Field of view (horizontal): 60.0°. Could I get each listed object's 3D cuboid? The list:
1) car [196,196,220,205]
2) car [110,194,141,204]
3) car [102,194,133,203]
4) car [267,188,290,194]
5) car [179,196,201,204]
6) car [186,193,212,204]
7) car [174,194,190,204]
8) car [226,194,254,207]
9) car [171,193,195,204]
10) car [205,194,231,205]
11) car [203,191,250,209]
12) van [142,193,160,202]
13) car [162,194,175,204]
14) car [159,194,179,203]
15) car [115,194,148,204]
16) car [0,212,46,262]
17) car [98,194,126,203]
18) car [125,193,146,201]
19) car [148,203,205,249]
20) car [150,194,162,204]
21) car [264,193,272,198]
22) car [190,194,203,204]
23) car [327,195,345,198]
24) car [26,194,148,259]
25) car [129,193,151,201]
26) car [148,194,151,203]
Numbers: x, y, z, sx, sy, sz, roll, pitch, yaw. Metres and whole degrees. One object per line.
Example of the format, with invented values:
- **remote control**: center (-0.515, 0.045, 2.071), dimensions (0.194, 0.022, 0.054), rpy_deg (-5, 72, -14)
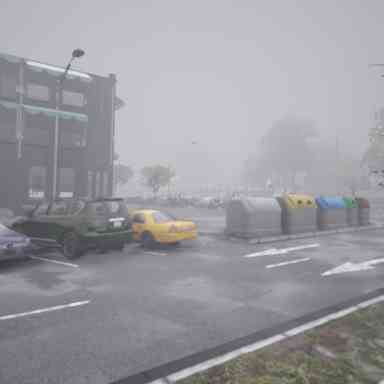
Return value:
- **car**: center (3.179, 1.689, 65.140), dimensions (2.231, 1.521, 4.892), rpy_deg (1, -2, 35)
- **car**: center (-11.225, 1.160, 56.214), dimensions (2.097, 1.535, 5.008), rpy_deg (1, -1, 35)
- **car**: center (-13.007, 1.155, 58.487), dimensions (1.946, 1.575, 5.366), rpy_deg (1, 0, 35)
- **car**: center (15.523, -0.040, 59.579), dimensions (1.812, 1.442, 4.674), rpy_deg (2, 3, -34)
- **car**: center (-0.352, 1.679, 69.956), dimensions (1.946, 1.575, 5.366), rpy_deg (1, -2, 35)
- **car**: center (1.460, 1.436, 67.607), dimensions (2.435, 2.045, 5.566), rpy_deg (1, -2, 35)
- **car**: center (0.567, 1.157, 39.181), dimensions (2.231, 1.521, 4.892), rpy_deg (0, -1, 35)
- **car**: center (8.354, 1.434, 57.669), dimensions (2.435, 2.045, 5.566), rpy_deg (1, -2, 35)
- **car**: center (-1.944, 1.440, 72.624), dimensions (2.435, 2.045, 5.566), rpy_deg (1, -2, 35)
- **car**: center (4.944, 1.438, 62.687), dimensions (2.435, 2.045, 5.566), rpy_deg (1, -2, 35)
- **car**: center (3.936, 0.903, 34.297), dimensions (2.435, 2.045, 5.566), rpy_deg (1, -1, 35)
- **van**: center (-10.502, 1.470, 85.117), dimensions (1.878, 1.987, 4.442), rpy_deg (1, -2, 35)
- **car**: center (-1.132, 1.030, 41.594), dimensions (2.185, 1.767, 4.553), rpy_deg (0, -1, 35)
- **car**: center (-5.427, 1.564, 77.542), dimensions (2.185, 1.767, 4.553), rpy_deg (1, -2, 35)
- **car**: center (-9.638, 1.154, 53.623), dimensions (1.946, 1.575, 5.366), rpy_deg (1, 0, 35)
- **car**: center (-7.115, 1.505, 10.853), dimensions (4.674, 1.452, 2.002), rpy_deg (-1, -1, 35)
- **car**: center (-14.584, 1.191, 61.101), dimensions (2.163, 1.488, 4.792), rpy_deg (0, -1, 35)
- **car**: center (-15.723, 1.440, 92.500), dimensions (2.435, 2.045, 5.566), rpy_deg (1, -2, 35)
- **car**: center (-2.337, 1.447, 14.445), dimensions (5.366, 1.575, 1.946), rpy_deg (-1, 0, 35)
- **car**: center (-2.698, 1.157, 44.204), dimensions (1.946, 1.575, 5.366), rpy_deg (0, -1, 35)
- **car**: center (11.819, 1.561, 52.747), dimensions (2.185, 1.767, 4.553), rpy_deg (1, -2, 35)
- **car**: center (2.255, 1.195, 36.753), dimensions (2.002, 1.452, 4.674), rpy_deg (1, 0, 35)
- **car**: center (18.703, 1.433, 42.817), dimensions (2.435, 2.045, 5.566), rpy_deg (1, -2, 35)
- **car**: center (-4.680, 1.208, 12.607), dimensions (5.566, 2.045, 2.435), rpy_deg (-1, 0, 35)
- **car**: center (-14.013, 1.439, 89.961), dimensions (2.435, 2.045, 5.566), rpy_deg (1, -2, 35)
- **car**: center (-4.482, 1.159, 46.476), dimensions (2.231, 1.521, 4.892), rpy_deg (0, -1, 35)
